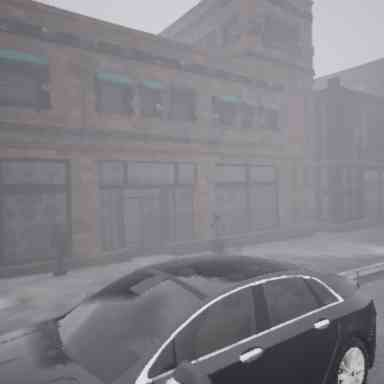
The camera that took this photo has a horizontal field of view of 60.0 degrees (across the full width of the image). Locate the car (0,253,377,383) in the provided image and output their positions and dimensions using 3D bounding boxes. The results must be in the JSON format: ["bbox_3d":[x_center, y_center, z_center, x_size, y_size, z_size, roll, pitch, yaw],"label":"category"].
[{"bbox_3d":[0.010,1.504,3.386,4.892,1.490,1.837,0,0,-36],"label":"car"}]
